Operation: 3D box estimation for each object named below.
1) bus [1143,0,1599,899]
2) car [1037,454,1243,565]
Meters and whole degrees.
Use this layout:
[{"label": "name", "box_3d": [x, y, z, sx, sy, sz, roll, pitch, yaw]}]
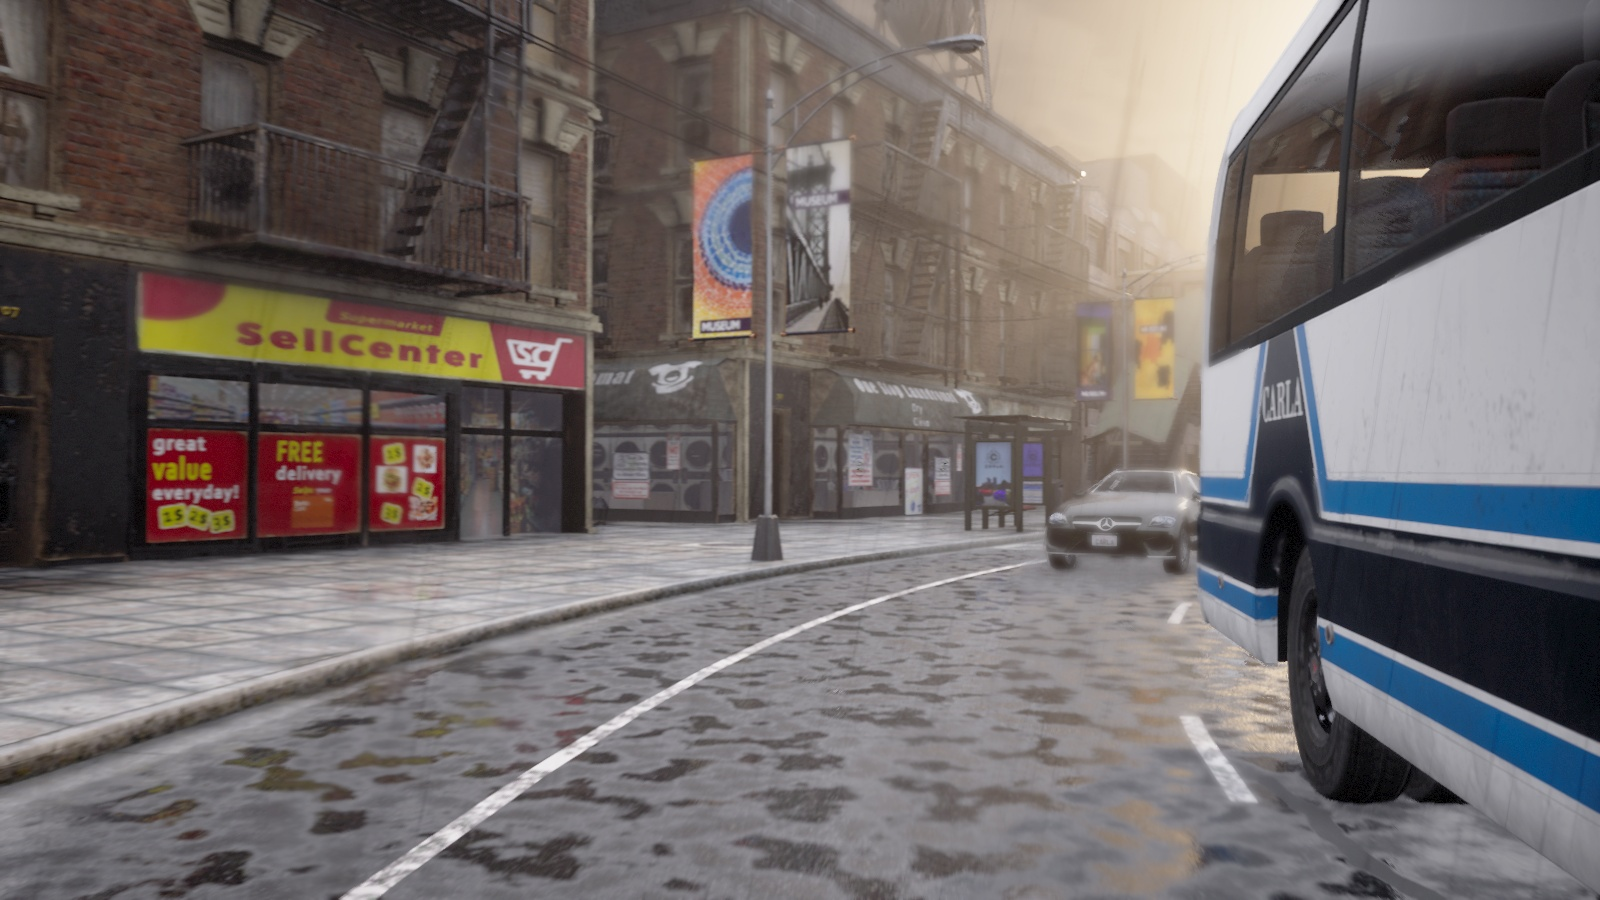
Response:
[{"label": "bus", "box_3d": [3.560, -0.517, 3.284, 3.944, 4.253, 10.273, -1, -1, 9]}, {"label": "car", "box_3d": [5.936, 0.936, 21.428, 2.152, 1.651, 5.027, -1, -1, 30]}]
